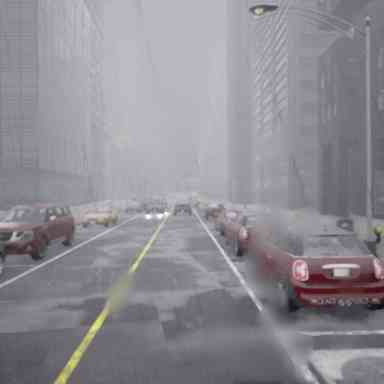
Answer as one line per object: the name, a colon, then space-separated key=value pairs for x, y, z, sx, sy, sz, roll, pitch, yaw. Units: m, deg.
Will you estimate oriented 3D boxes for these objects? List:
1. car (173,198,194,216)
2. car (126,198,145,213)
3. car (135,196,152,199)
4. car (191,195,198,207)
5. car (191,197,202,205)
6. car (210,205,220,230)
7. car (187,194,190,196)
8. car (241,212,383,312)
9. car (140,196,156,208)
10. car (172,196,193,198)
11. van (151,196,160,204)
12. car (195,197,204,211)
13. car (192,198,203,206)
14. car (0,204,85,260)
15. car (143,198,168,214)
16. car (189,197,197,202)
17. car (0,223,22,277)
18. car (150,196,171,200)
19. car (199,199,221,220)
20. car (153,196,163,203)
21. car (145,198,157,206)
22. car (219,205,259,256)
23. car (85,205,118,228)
car: x=-0.952 y=1.642 z=34.740 sx=1.837 sy=1.490 sz=4.892 roll=0 pitch=0 yaw=0
car: x=-6.910 y=1.786 z=40.078 sx=1.802 sy=1.307 sz=4.206 roll=-1 pitch=0 yaw=-2
car: x=-7.073 y=1.543 z=45.502 sx=2.192 sy=1.841 sz=5.009 roll=-1 pitch=0 yaw=-2
car: x=1.290 y=1.628 z=51.166 sx=1.967 sy=1.590 sz=4.097 roll=-1 pitch=0 yaw=-2
car: x=0.812 y=1.816 z=67.433 sx=2.008 sy=1.369 sz=4.403 roll=-1 pitch=0 yaw=-2
car: x=2.251 y=1.633 z=18.629 sx=1.802 sy=1.307 sz=4.206 roll=-1 pitch=0 yaw=-2
car: x=0.490 y=1.631 z=78.279 sx=2.192 sy=1.841 sz=5.009 roll=-1 pitch=0 yaw=-2
car: x=2.570 y=1.449 z=7.785 sx=1.967 sy=1.590 sz=4.097 roll=-1 pitch=0 yaw=-2
car: x=-7.393 y=1.592 z=56.349 sx=2.192 sy=1.841 sz=5.009 roll=-1 pitch=0 yaw=-2
car: x=-1.314 y=1.681 z=46.542 sx=2.128 sy=1.511 sz=4.902 roll=0 pitch=0 yaw=-1
van: x=-7.872 y=1.696 z=72.620 sx=1.690 sy=1.788 sz=3.998 roll=-1 pitch=0 yaw=-2
car: x=1.606 y=1.666 z=40.490 sx=1.752 sy=1.417 sz=4.829 roll=-1 pitch=0 yaw=-2
car: x=0.971 y=1.784 z=62.011 sx=1.887 sy=1.381 sz=4.507 roll=-1 pitch=0 yaw=-2
car: x=-6.113 y=1.409 z=12.960 sx=2.192 sy=1.841 sz=5.009 roll=-1 pitch=0 yaw=-2
car: x=-4.081 y=1.738 z=37.957 sx=1.994 sy=1.385 sz=4.181 roll=0 pitch=0 yaw=-2
car: x=0.173 y=1.931 z=89.124 sx=1.947 sy=1.339 sz=4.313 roll=-1 pitch=0 yaw=-2
car: x=-5.950 y=1.639 z=7.536 sx=1.947 sy=1.339 sz=4.313 roll=-1 pitch=0 yaw=-2
car: x=-4.311 y=1.609 z=45.724 sx=1.895 sy=1.301 sz=4.718 roll=0 pitch=0 yaw=-2
car: x=1.931 y=1.639 z=29.475 sx=1.887 sy=1.381 sz=4.507 roll=-1 pitch=0 yaw=-2
car: x=-8.031 y=1.820 z=78.043 sx=1.967 sy=1.590 sz=4.097 roll=-1 pitch=0 yaw=-2
car: x=-7.550 y=1.848 z=61.772 sx=1.887 sy=1.381 sz=4.507 roll=-1 pitch=0 yaw=-2
car: x=2.410 y=1.470 z=13.208 sx=1.967 sy=1.590 sz=4.097 roll=-1 pitch=0 yaw=-2
car: x=-6.425 y=1.661 z=23.637 sx=1.752 sy=1.417 sz=4.829 roll=-1 pitch=0 yaw=-2
